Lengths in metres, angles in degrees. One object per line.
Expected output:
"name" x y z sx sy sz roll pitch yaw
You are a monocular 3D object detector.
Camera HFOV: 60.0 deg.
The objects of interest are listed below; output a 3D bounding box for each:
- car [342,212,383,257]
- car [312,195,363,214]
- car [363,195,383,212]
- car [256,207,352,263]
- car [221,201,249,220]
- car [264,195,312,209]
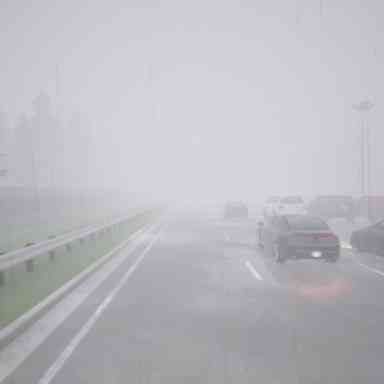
"car" 7.066 1.565 11.127 1.994 1.385 4.181 0 0 0
"car" 10.568 1.230 25.689 2.150 2.045 5.566 0 0 0
"car" 14.068 1.230 25.698 2.150 2.045 5.566 0 0 0
"car" 3.572 1.509 11.921 1.837 1.490 4.892 0 0 0
"car" 3.581 1.485 28.363 1.882 1.535 5.008 0 0 0
"car" 7.068 1.230 25.700 2.150 2.045 5.566 0 0 0
